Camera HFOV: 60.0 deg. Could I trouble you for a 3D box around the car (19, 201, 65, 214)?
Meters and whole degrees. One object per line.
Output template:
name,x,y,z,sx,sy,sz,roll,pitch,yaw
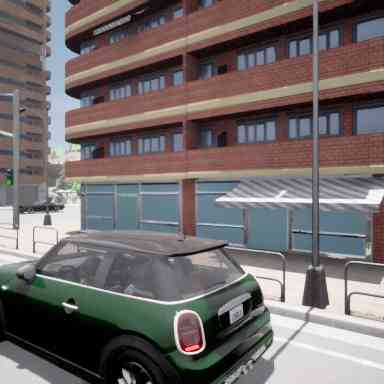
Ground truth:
car,-16.242,1.601,35.687,1.895,1.301,4.718,0,0,36

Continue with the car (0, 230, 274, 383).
car,-1.241,1.352,4.879,4.553,1.767,2.097,0,0,36
